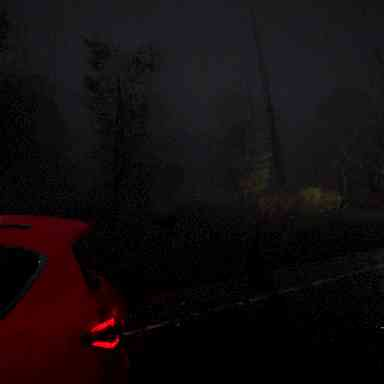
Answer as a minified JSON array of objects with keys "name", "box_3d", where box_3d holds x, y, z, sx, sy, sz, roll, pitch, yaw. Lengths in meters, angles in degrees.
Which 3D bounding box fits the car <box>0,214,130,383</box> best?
[{"name":"car","box_3d":[-3.102,1.222,1.780,5.566,2.045,2.150,0,0,-35]}]
